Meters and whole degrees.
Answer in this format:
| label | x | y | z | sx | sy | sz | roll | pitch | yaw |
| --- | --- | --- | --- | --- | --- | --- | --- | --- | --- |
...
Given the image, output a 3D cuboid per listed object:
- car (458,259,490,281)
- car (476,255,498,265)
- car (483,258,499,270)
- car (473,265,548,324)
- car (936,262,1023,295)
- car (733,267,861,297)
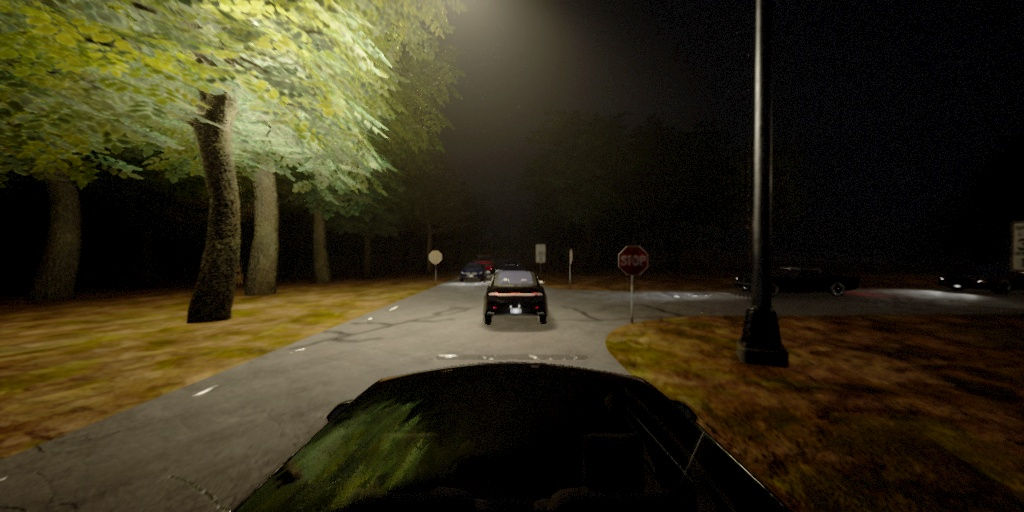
| label | x | y | z | sx | sy | sz | roll | pitch | yaw |
| --- | --- | --- | --- | --- | --- | --- | --- | --- | --- |
| car | -3.099 | 1.250 | 29.409 | 1.812 | 1.442 | 4.674 | 0 | 0 | 0 |
| car | -3.092 | 0.928 | 40.143 | 2.150 | 2.045 | 5.566 | 0 | 0 | 0 |
| car | -3.073 | 1.144 | 53.318 | 2.128 | 1.511 | 4.902 | 0 | 0 | 1 |
| car | 0.101 | 1.242 | 11.971 | 2.128 | 1.511 | 4.902 | 0 | 0 | 0 |
| car | 23.489 | 0.985 | 16.855 | 5.357 | 1.411 | 2.033 | -1 | 1 | -2 |
| car | 13.238 | 1.169 | 16.939 | 4.718 | 1.301 | 1.895 | -1 | 1 | 2 |
